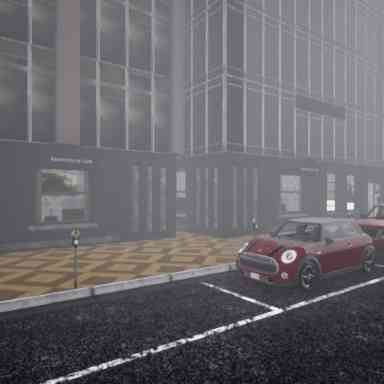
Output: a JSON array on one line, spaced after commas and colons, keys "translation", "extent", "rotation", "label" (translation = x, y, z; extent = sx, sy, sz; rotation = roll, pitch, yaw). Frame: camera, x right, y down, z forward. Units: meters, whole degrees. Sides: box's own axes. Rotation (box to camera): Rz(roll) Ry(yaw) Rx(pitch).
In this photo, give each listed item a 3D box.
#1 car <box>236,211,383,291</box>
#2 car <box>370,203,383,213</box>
[{"translation": [3.091, 1.439, 8.938], "extent": [4.097, 1.590, 1.967], "rotation": [0, 0, -35], "label": "car"}, {"translation": [7.618, 1.309, 12.164], "extent": [5.009, 1.841, 2.192], "rotation": [0, 0, -35], "label": "car"}]
